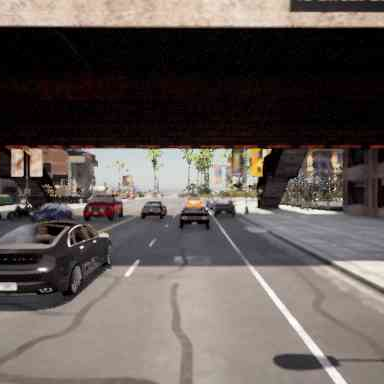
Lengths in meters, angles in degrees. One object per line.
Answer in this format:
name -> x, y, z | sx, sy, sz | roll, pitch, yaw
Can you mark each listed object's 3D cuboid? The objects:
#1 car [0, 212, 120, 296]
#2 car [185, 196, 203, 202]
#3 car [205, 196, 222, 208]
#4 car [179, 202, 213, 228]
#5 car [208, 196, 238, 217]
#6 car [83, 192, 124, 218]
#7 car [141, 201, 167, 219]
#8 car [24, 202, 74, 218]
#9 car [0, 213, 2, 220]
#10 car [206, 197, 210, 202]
car -> -3.399, 1.500, 8.587 | 1.837, 1.490, 4.892 | 0, 0, 0
car -> 0.241, 1.327, 40.774 | 2.097, 1.767, 4.553 | 0, 0, 0
car -> 3.046, 1.451, 48.378 | 2.097, 1.535, 5.008 | 0, 0, 0
car -> 0.185, 1.588, 22.183 | 1.895, 1.301, 4.718 | 0, 0, 1
car -> 3.143, 1.463, 31.177 | 2.231, 1.521, 4.892 | 0, 0, 10
car -> -6.984, 1.209, 26.885 | 2.150, 2.045, 5.566 | 0, 0, 0
car -> -3.273, 1.530, 29.305 | 2.033, 1.411, 5.357 | 0, 0, 0
car -> -10.491, 1.511, 25.262 | 1.812, 1.442, 4.674 | 0, 0, 0
car -> -13.592, 1.584, 19.956 | 1.895, 1.301, 4.718 | 0, 0, 0
car -> 3.183, 1.330, 41.953 | 2.185, 1.767, 4.553 | 0, 0, 0
